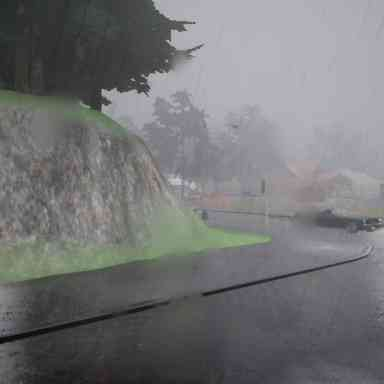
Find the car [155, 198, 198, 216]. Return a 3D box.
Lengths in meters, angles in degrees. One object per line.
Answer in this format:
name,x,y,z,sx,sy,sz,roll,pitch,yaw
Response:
car,-1.354,1.492,33.331,2.128,1.511,4.902,0,0,-35

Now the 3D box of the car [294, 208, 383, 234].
car,8.419,1.601,19.397,1.895,1.301,4.718,0,0,-31
